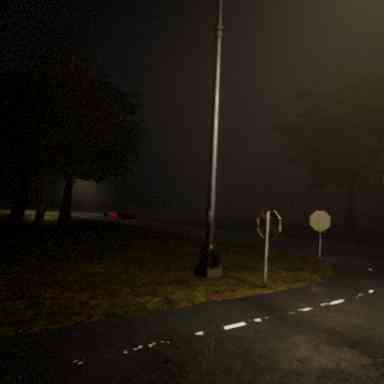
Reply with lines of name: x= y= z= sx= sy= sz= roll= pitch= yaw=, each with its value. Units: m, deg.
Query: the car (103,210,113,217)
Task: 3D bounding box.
car: x=-15.140 y=4.051 z=62.306 sx=1.994 sy=1.385 sz=4.181 roll=5 pitch=-4 yaw=-33

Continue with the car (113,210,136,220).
car: x=-11.083 y=3.869 z=56.264 sx=1.882 sy=1.535 sz=5.008 roll=5 pitch=-4 yaw=-33
